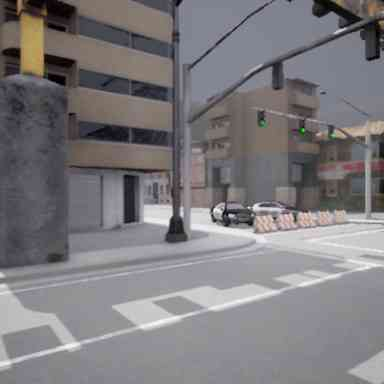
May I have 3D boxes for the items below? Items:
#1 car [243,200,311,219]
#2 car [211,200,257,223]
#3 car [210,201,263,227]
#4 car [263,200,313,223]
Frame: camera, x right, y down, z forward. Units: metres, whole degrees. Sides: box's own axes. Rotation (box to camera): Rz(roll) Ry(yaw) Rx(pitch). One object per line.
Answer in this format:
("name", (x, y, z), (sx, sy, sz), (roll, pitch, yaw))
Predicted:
("car", (6.244, 1.231, 24.670), (4.536, 1.218, 1.853), (0, 0, 34))
("car", (2.701, 1.245, 22.543), (1.853, 1.218, 4.536), (0, 0, -11))
("car", (2.712, 1.402, 22.492), (2.038, 1.542, 4.974), (0, 0, -11))
("car", (6.287, 1.388, 24.641), (4.974, 1.542, 2.038), (0, 0, 34))
